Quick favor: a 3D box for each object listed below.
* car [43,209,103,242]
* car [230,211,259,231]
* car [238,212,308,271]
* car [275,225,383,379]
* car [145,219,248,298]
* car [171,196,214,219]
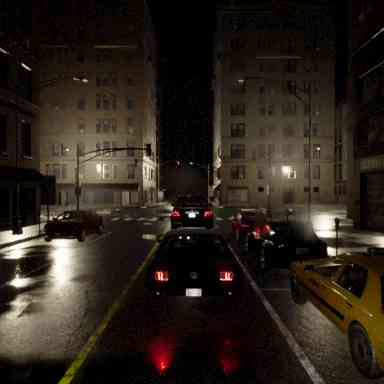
[{"bbox_3d":[-5.675,1.538,16.300,1.887,1.381,4.507,-1,0,0],"label":"car"},{"bbox_3d":[2.870,1.576,16.298,1.802,1.307,4.206,-1,0,0],"label":"car"},{"bbox_3d":[2.867,1.562,10.712,1.947,1.339,4.313,-1,0,0],"label":"car"},{"bbox_3d":[2.863,1.524,5.296,1.752,1.417,4.829,-1,0,0],"label":"car"},{"bbox_3d":[0.046,1.598,8.467,1.895,1.301,4.718,0,0,0],"label":"car"},{"bbox_3d":[0.002,1.215,18.459,2.150,2.045,5.566,0,0,0],"label":"car"}]
